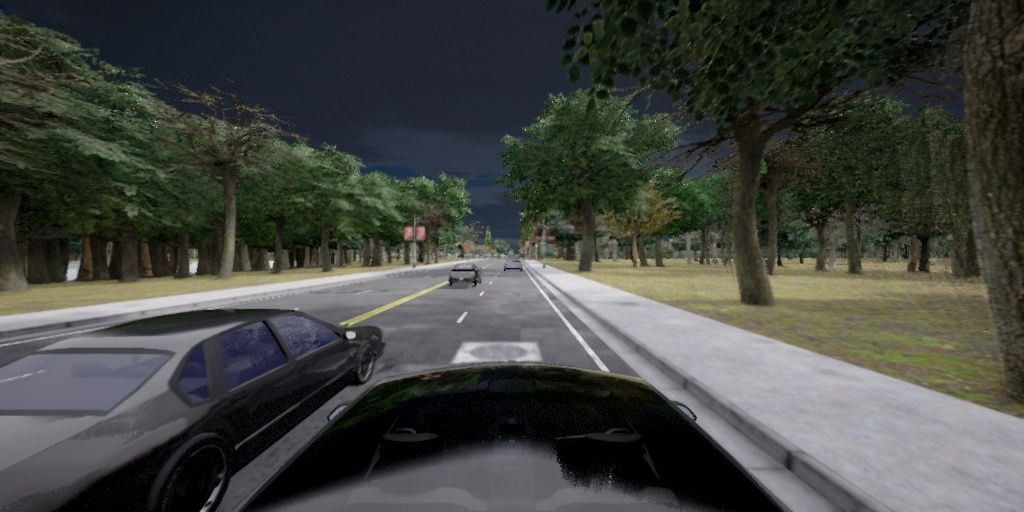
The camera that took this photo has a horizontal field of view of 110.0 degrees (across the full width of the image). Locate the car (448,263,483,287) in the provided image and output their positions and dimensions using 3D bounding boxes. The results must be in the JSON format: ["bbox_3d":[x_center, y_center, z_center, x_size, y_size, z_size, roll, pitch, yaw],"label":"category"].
[{"bbox_3d":[-3.084,1.217,24.415,2.128,1.511,4.902,0,0,0],"label":"car"}]

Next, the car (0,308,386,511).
[{"bbox_3d":[-3.147,1.298,3.909,2.033,1.411,5.357,0,0,0],"label":"car"}]

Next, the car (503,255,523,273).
[{"bbox_3d":[0.139,0.905,36.643,1.994,1.385,4.181,0,0,0],"label":"car"}]
